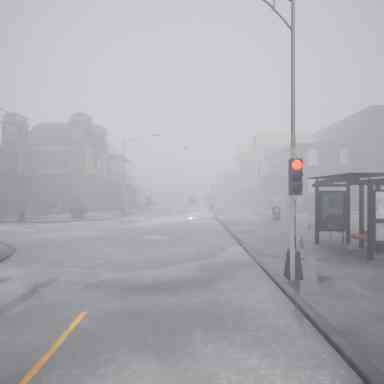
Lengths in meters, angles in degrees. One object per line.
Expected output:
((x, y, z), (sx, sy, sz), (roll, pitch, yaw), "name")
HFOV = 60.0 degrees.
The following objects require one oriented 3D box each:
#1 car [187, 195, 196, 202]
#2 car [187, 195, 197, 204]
((-0.117, 1.500, 77.293), (1.837, 1.490, 4.892), (0, 0, 0), "car")
((0.013, 1.547, 61.861), (2.033, 1.411, 5.357), (0, 0, 0), "car")
